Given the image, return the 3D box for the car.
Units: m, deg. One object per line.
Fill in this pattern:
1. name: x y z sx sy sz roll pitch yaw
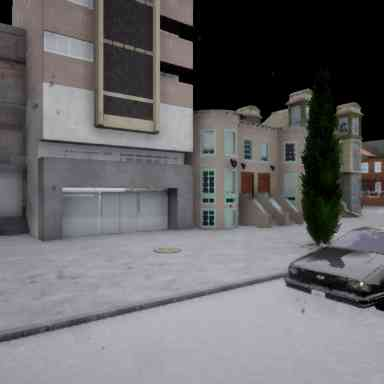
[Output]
1. car: 4.563 1.547 7.874 5.357 1.411 2.033 0 0 -36
